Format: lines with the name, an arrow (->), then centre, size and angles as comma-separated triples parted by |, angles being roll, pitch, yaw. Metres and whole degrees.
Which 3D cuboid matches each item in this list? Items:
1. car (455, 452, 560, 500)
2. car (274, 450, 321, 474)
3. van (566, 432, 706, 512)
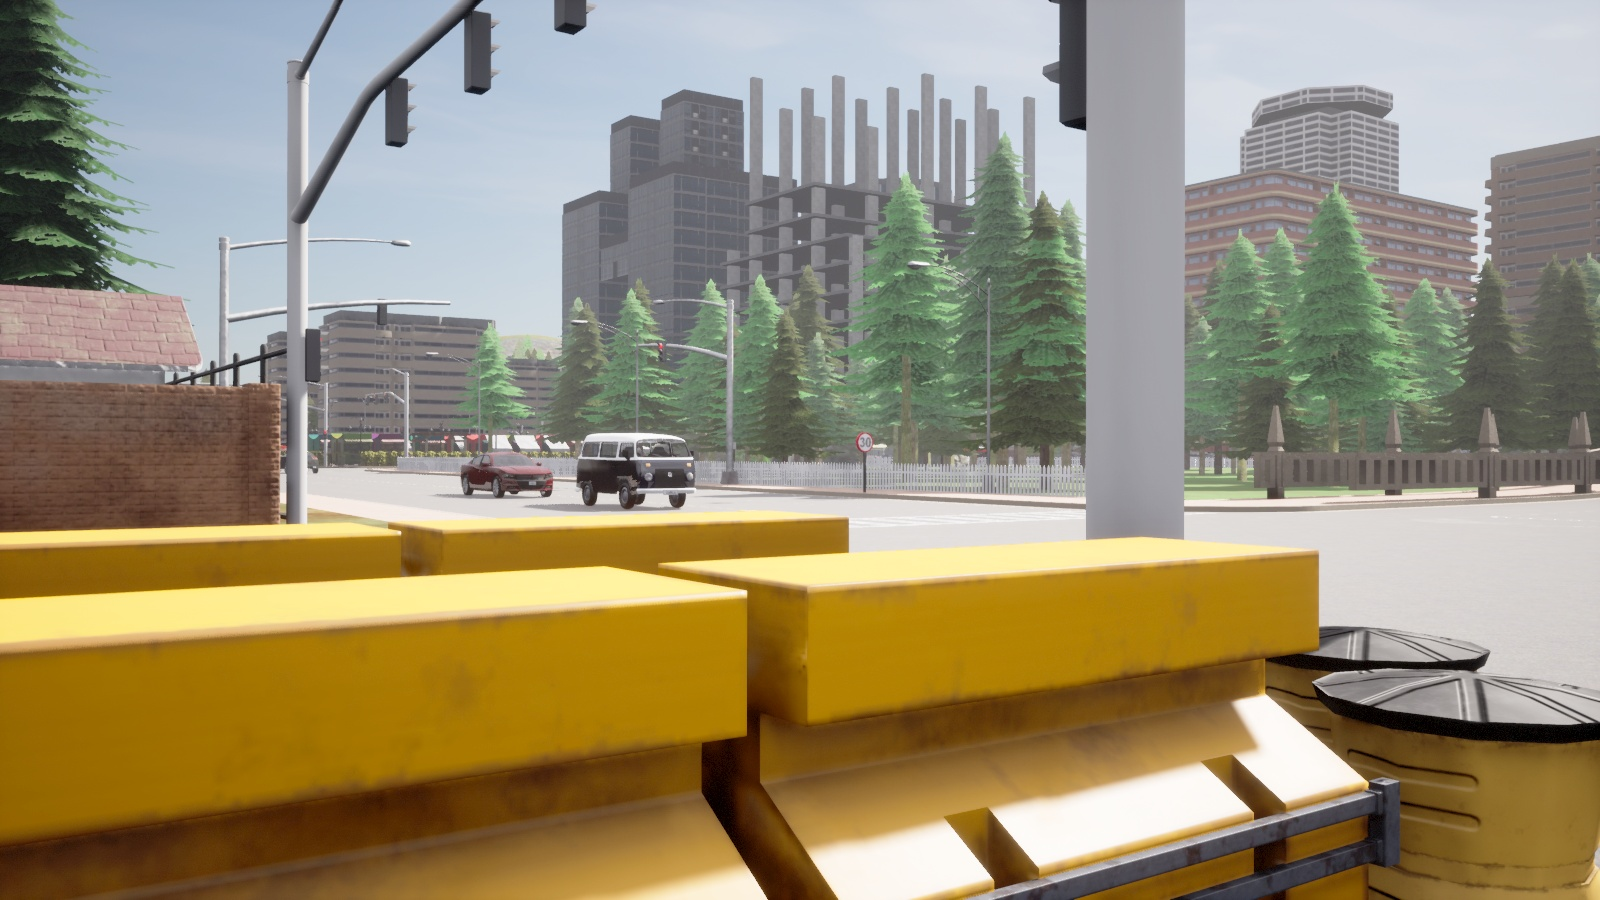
car -> -10.039, 0.849, 42.856 | 1.882, 1.535, 5.008 | 0, 0, -33
car -> -35.247, 0.813, 88.001 | 2.152, 1.651, 5.027 | 0, 0, -33
van -> -4.568, 0.562, 34.452 | 2.069, 2.038, 4.480 | 0, 0, -33
